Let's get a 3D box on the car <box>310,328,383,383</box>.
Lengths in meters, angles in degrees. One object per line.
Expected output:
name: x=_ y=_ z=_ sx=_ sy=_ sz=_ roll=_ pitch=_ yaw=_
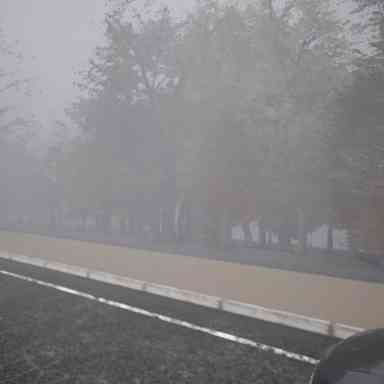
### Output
car: x=3.057 y=1.496 z=1.505 sx=4.902 sy=1.511 sz=2.128 roll=0 pitch=0 yaw=36
